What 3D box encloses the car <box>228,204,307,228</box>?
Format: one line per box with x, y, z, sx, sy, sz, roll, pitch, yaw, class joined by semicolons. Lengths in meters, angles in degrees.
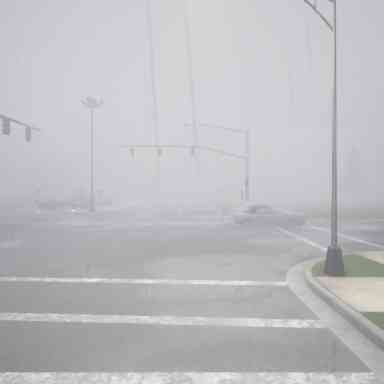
4.900;1.601;21.552;4.718;1.301;1.895;0;0;0;car

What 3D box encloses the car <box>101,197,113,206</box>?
-14.327;1.526;54.462;1.812;1.442;4.674;0;0;1;car

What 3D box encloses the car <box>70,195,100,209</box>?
-14.463;1.547;44.872;2.033;1.411;5.357;0;0;1;car

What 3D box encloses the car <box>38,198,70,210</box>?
-18.002;1.601;42.938;1.895;1.301;4.718;0;0;1;car

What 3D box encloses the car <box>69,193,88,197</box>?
-17.864;1.221;52.579;2.150;2.045;5.566;0;0;1;car
